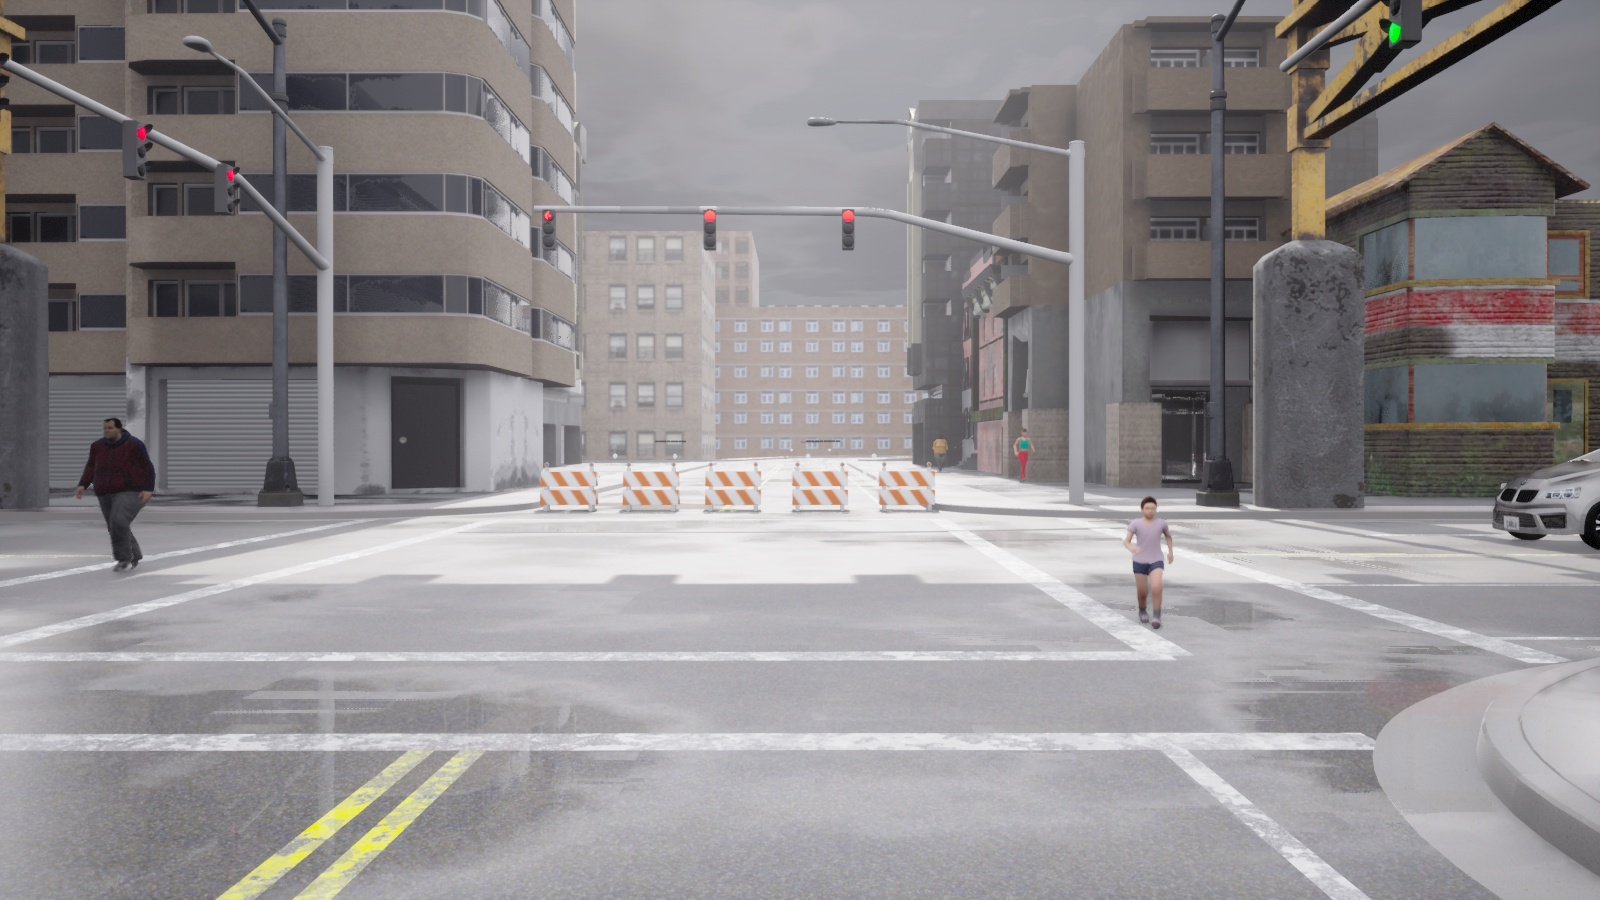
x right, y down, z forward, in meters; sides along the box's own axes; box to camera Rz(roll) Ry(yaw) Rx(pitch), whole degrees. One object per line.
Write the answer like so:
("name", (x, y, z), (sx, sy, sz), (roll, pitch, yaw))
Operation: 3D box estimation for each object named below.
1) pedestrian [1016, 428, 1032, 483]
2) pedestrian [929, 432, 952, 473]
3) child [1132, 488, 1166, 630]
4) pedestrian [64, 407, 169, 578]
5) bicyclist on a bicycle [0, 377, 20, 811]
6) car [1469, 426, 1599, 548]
("pedestrian", (7.542, 0.179, 42.266), (0.345, 1.836, 0.594), (0, 0, -13))
("pedestrian", (6.363, 0.096, 56.827), (0.874, 1.855, 0.900), (0, 0, -4))
("child", (2.829, 0.868, 10.179), (0.255, 1.110, 0.394), (0, 0, 15))
("pedestrian", (-7.640, 0.457, 14.072), (0.634, 1.844, 0.899), (0, 0, 5))
("bicyclist on a bicycle", (-3.570, 0.590, 4.338), (0.659, 1.776, 1.843), (0, 0, -3))
("car", (12.614, 0.498, 18.226), (4.611, 1.667, 2.242), (0, 0, 0))
